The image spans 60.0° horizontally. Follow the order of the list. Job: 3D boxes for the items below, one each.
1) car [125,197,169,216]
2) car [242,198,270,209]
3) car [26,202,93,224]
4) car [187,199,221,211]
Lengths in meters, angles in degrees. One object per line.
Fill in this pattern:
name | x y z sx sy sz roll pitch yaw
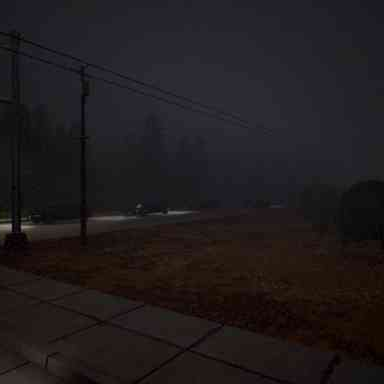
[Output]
car | -4.327 1.312 32.097 2.097 1.767 4.553 0 0 37
car | 8.395 1.466 43.049 1.895 1.301 4.718 0 0 37
car | -9.732 1.513 24.808 1.837 1.490 4.892 0 0 37
car | 1.523 1.510 39.971 1.895 1.301 4.718 0 0 37
